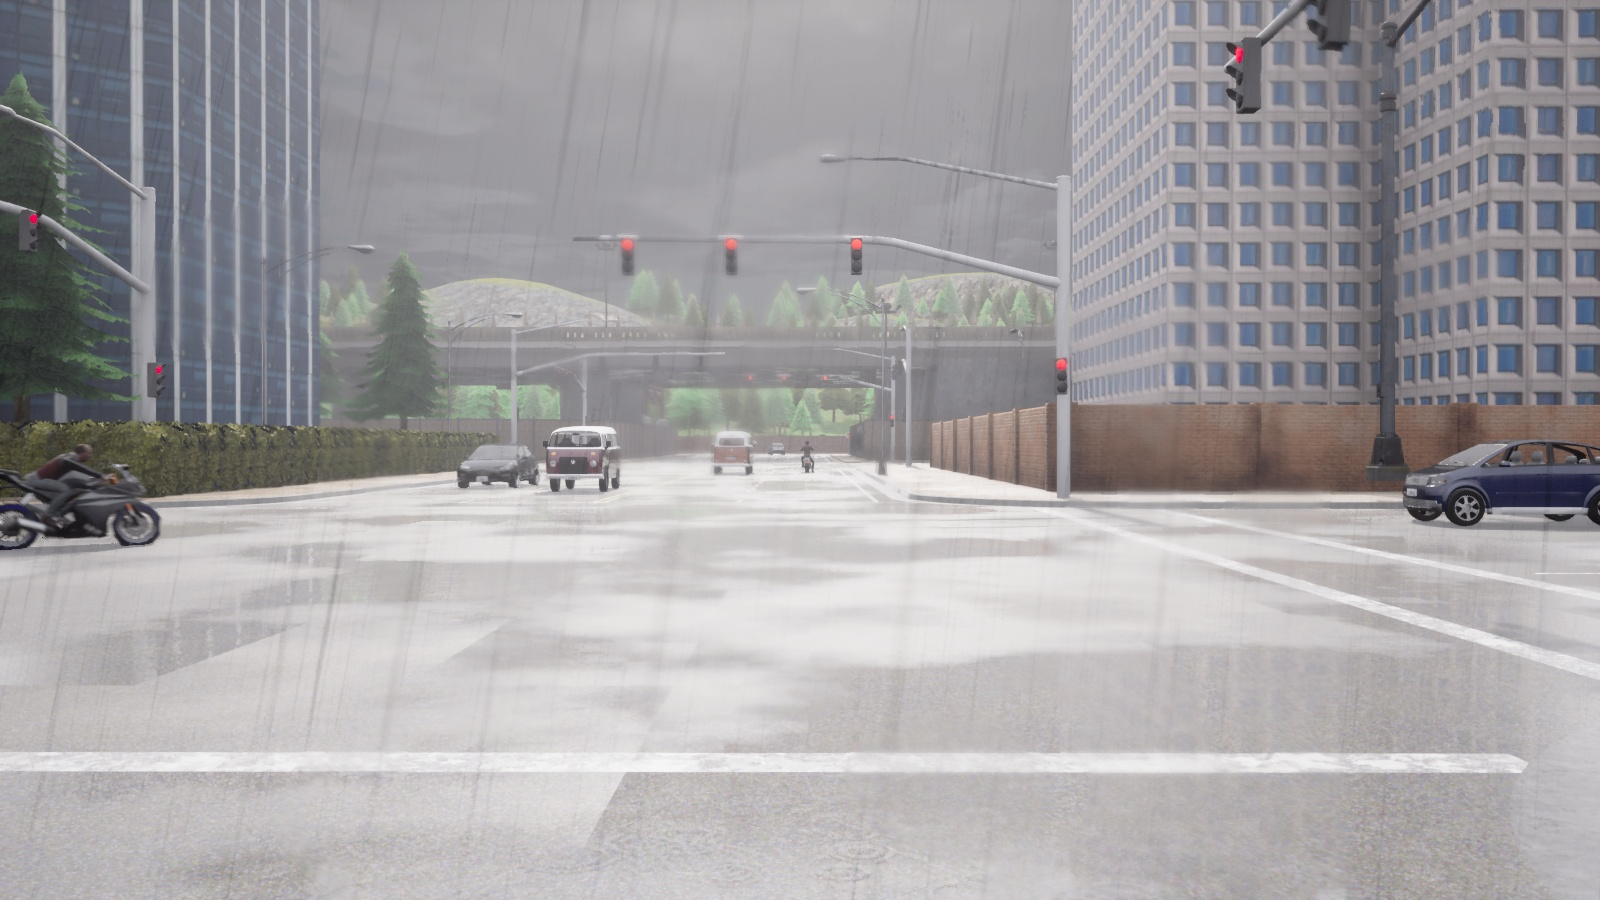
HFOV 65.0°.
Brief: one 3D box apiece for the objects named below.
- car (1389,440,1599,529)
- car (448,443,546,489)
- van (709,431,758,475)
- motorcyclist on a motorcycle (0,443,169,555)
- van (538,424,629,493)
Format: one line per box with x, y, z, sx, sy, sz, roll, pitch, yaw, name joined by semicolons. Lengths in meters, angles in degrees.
13.058;0.606;22.997;3.705;1.549;1.789;0;0;1;car
-10.253;0.496;42.896;2.163;1.488;4.792;0;0;0;car
-3.158;0.126;60.408;2.069;2.038;4.480;0;0;0;van
-10.313;0.671;18.031;2.191;1.530;0.866;0;0;-29;motorcyclist on a motorcycle
-6.770;0.240;39.687;2.069;2.038;4.480;0;0;0;van
